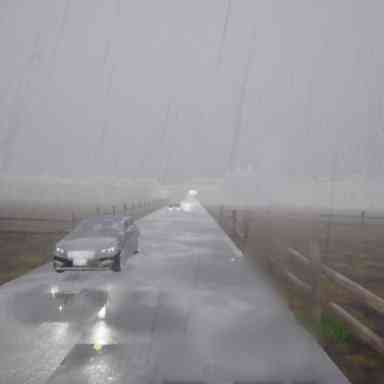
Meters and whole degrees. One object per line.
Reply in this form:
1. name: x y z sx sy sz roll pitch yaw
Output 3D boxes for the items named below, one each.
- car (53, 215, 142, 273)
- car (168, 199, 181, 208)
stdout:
1. car: -2.844 1.528 10.894 2.128 1.511 4.902 0 0 0
2. car: -2.780 1.811 53.806 2.033 1.411 5.357 0 0 1
